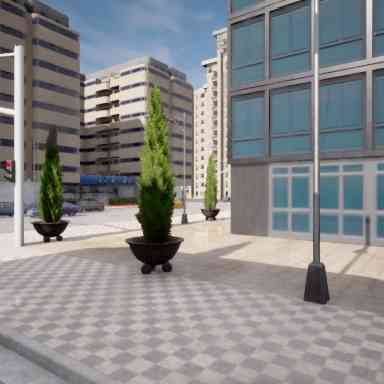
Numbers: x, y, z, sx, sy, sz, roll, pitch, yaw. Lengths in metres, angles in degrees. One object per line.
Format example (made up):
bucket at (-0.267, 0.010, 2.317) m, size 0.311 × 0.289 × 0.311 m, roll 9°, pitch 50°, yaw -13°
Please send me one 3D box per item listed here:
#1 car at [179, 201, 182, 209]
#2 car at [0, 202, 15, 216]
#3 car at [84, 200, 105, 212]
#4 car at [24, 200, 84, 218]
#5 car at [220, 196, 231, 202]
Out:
car at (-3.322, 1.533, 43.344) m, size 1.882 × 1.535 × 5.008 m, roll 0°, pitch 0°, yaw 35°
car at (-17.215, 1.603, 29.784) m, size 2.033 × 1.411 × 5.357 m, roll 0°, pitch 0°, yaw 35°
car at (-11.882, 1.619, 37.315) m, size 1.994 × 1.385 × 4.181 m, roll 0°, pitch 0°, yaw 35°
car at (-12.560, 1.581, 30.267) m, size 1.812 × 1.442 × 4.674 m, roll 0°, pitch 0°, yaw 35°
car at (5.848, 1.234, 56.143) m, size 1.812 × 1.442 × 4.674 m, roll 0°, pitch 0°, yaw 35°
